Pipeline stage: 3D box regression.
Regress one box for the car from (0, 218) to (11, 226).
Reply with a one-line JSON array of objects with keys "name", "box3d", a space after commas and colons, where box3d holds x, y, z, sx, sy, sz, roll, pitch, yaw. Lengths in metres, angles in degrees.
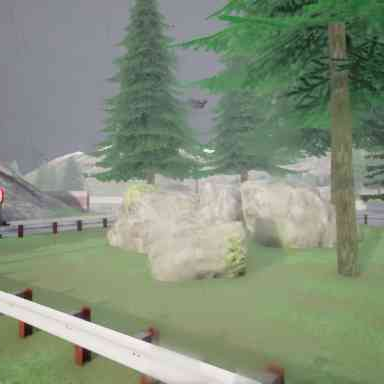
[{"name": "car", "box3d": [-11.135, 1.355, 15.230, 5.357, 1.411, 2.033, 0, 0, 10]}]
